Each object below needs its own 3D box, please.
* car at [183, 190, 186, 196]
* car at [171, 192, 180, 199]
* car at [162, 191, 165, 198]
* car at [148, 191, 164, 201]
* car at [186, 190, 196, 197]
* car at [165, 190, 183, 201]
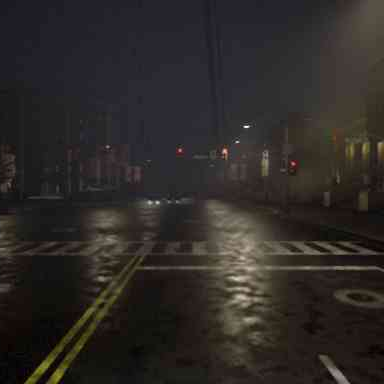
[{"bbox_3d":[-4.063,0.667,91.194,1.994,1.385,4.181,0,1,-29],"label":"car"},{"bbox_3d":[-3.879,0.710,79.010,1.882,1.535,5.008,0,1,-7],"label":"car"},{"bbox_3d":[-7.160,0.603,77.314,2.097,1.767,4.553,0,1,-7],"label":"car"},{"bbox_3d":[-6.922,0.998,61.915,1.895,1.301,4.718,0,1,0],"label":"car"},{"bbox_3d":[-1.025,0.323,92.916,2.150,2.045,5.566,0,1,-29],"label":"car"},{"bbox_3d":[-3.427,0.608,63.058,2.150,2.045,5.566,0,1,0],"label":"car"}]
